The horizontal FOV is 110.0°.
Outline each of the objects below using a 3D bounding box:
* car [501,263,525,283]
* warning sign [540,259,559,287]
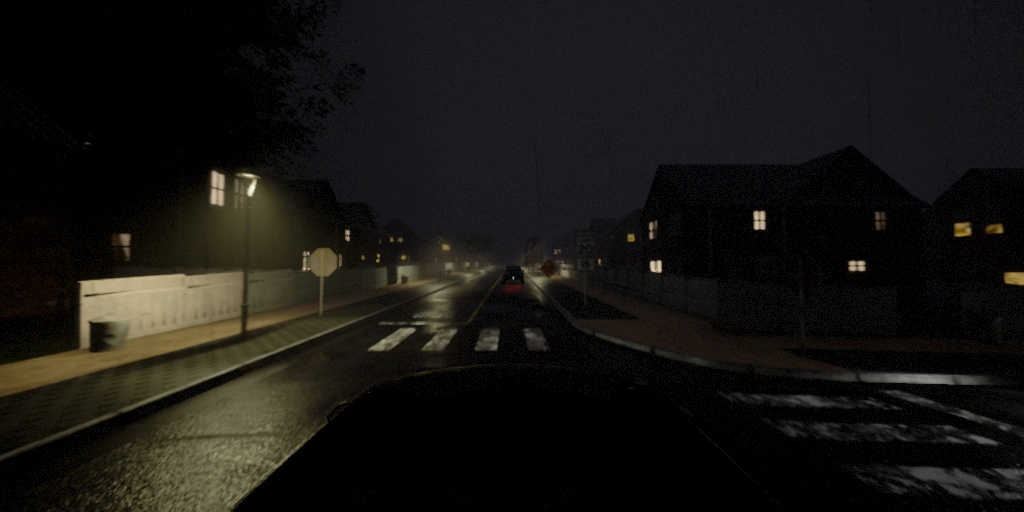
[{"bbox_3d":[0.102,1.618,32.394,1.837,1.490,4.892,0,-1,0],"label":"car"},{"bbox_3d":[2.518,1.133,23.974,1.300,1.860,1.060,0,0,0],"label":"warning sign"}]
